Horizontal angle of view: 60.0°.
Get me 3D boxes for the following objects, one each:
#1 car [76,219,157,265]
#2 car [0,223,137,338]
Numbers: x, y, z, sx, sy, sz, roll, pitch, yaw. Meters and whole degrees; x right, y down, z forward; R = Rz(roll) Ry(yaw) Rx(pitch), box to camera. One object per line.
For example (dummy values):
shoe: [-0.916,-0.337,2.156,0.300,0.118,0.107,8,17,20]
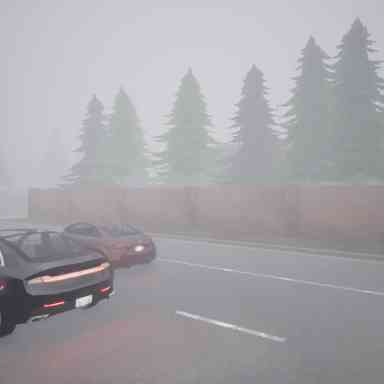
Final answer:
car: [-3.110,1.564,10.535,4.181,1.385,1.994,0,0,36]
car: [-3.656,1.492,6.617,4.902,1.511,2.128,0,0,36]
